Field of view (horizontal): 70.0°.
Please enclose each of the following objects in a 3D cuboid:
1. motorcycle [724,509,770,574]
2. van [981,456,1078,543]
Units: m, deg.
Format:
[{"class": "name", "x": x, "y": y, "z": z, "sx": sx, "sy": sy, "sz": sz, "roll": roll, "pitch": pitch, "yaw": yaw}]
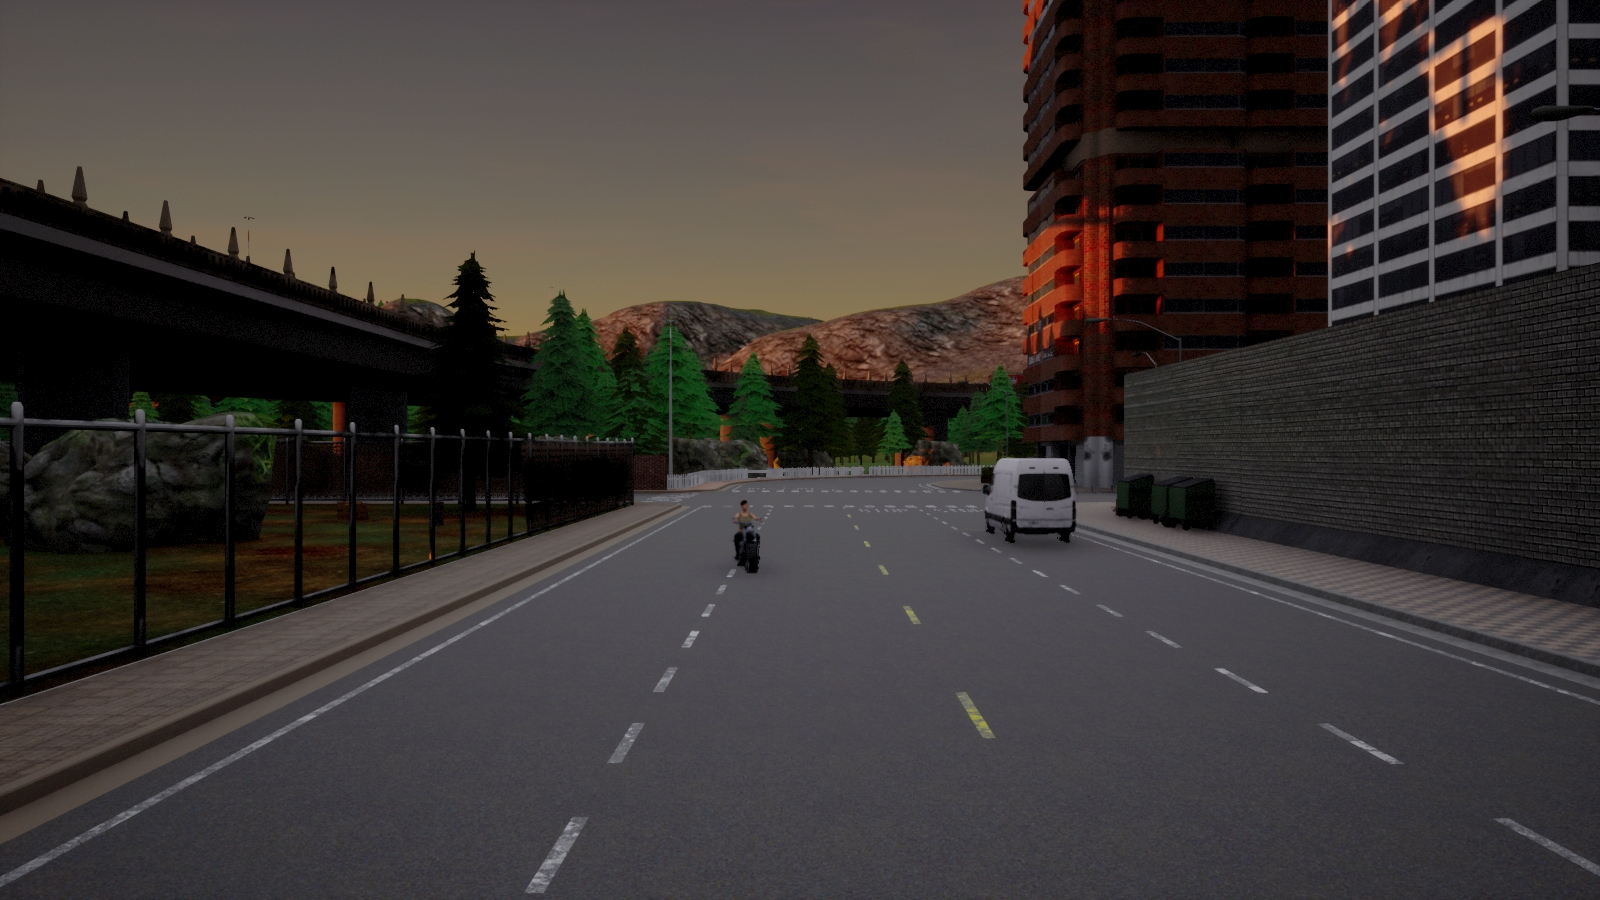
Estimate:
[{"class": "motorcycle", "x": -1.254, "y": 2.099, "z": 26.665, "sx": 0.764, "sy": 1.307, "sz": 2.356, "roll": 0, "pitch": 0, "yaw": -11}, {"class": "van", "x": 7.254, "y": 1.479, "z": 36.757, "sx": 1.988, "sy": 2.561, "sz": 5.915, "roll": 0, "pitch": 0, "yaw": 0}]
